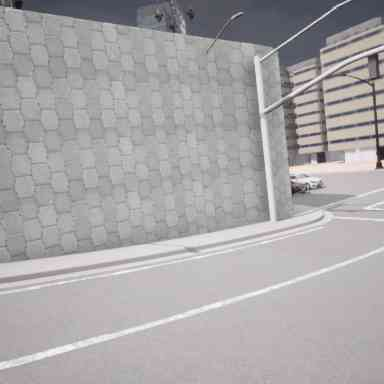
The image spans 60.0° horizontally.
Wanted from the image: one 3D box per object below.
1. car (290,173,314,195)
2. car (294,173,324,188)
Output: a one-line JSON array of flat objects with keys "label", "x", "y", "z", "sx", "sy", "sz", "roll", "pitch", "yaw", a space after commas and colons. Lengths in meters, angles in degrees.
[{"label": "car", "x": 7.367, "y": -0.462, "z": 27.874, "sx": 1.812, "sy": 1.442, "sz": 4.674, "roll": -10, "pitch": 6, "yaw": -35}, {"label": "car", "x": 9.719, "y": -0.978, "z": 30.516, "sx": 1.812, "sy": 1.442, "sz": 4.674, "roll": -10, "pitch": 6, "yaw": -35}]
